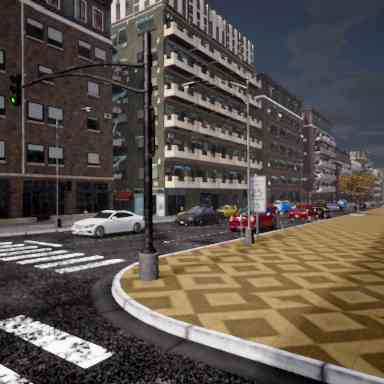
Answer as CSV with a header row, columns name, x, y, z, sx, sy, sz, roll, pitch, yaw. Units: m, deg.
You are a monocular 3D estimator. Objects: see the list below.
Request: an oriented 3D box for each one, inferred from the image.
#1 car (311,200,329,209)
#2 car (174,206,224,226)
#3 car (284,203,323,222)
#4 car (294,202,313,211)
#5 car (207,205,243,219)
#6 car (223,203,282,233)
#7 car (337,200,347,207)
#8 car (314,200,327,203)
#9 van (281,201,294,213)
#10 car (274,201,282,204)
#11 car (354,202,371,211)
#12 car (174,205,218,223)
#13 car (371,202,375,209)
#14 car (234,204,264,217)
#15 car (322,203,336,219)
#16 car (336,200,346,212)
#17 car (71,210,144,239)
name,x,y,z,sx,sy,sz,roll,pitch,yaw
car,26.421,2.518,68.642,2.192,1.841,5.009,-2,-2,35
car,0.781,1.965,27.397,2.033,1.411,5.357,-1,-1,35
car,10.613,2.041,31.452,1.887,1.381,4.507,-2,-2,35
car,19.958,2.571,59.370,1.887,1.381,4.507,-2,-2,35
car,3.695,2.108,36.066,1.752,1.417,4.829,-2,-2,35
car,4.145,1.760,22.190,1.967,1.590,4.097,-2,-2,35
car,39.257,2.899,87.111,1.690,1.788,3.998,-2,-2,35
car,17.687,2.278,46.039,1.837,1.490,4.892,-1,-1,35
van,13.489,2.191,50.110,1.690,1.788,3.998,-2,-2,35
car,10.259,2.306,45.471,1.887,1.381,4.507,-2,-2,35
car,30.011,2.591,59.248,1.947,1.339,4.313,-2,-2,35
car,0.462,2.019,31.434,1.752,1.417,4.829,-2,-2,35
car,36.477,2.753,68.514,2.008,1.369,4.403,-2,-2,35
car,7.026,2.239,40.838,1.947,1.339,4.313,-2,-2,35
car,13.846,2.150,36.085,1.947,1.339,4.313,-2,-2,35
car,23.496,2.479,54.376,2.033,1.411,5.357,-1,-1,36
car,-4.743,1.793,19.468,1.812,1.442,4.674,-1,-1,34
